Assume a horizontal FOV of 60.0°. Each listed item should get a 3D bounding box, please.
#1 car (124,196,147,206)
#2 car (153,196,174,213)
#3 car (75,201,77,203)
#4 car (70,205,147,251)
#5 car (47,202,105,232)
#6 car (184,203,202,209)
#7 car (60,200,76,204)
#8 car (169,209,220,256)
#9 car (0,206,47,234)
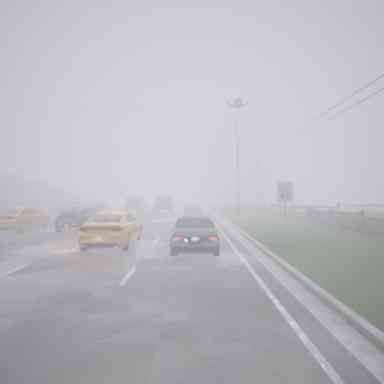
[{"bbox_3d":[-6.905,1.470,41.234,2.150,2.045,5.566,0,0,0],"label":"car"},{"bbox_3d":[-3.394,1.461,40.281,2.150,2.045,5.566,0,-1,0],"label":"car"},{"bbox_3d":[-10.431,1.763,36.055,2.033,1.411,5.357,0,0,0],"label":"car"},{"bbox_3d":[-3.397,1.565,14.596,1.882,1.535,5.008,0,0,0],"label":"car"},{"bbox_3d":[-6.974,1.632,20.951,1.837,1.490,4.892,0,0,0],"label":"car"},{"bbox_3d":[0.106,1.819,36.408,1.895,1.301,4.718,0,0,0],"label":"car"},{"bbox_3d":[-13.894,1.734,38.151,1.837,1.490,4.892,0,0,0],"label":"car"},{"bbox_3d":[0.101,1.630,13.559,2.033,1.411,5.357,0,0,0],"label":"car"},{"bbox_3d":[-10.480,1.600,20.367,1.882,1.535,5.008,0,-1,1],"label":"car"}]
